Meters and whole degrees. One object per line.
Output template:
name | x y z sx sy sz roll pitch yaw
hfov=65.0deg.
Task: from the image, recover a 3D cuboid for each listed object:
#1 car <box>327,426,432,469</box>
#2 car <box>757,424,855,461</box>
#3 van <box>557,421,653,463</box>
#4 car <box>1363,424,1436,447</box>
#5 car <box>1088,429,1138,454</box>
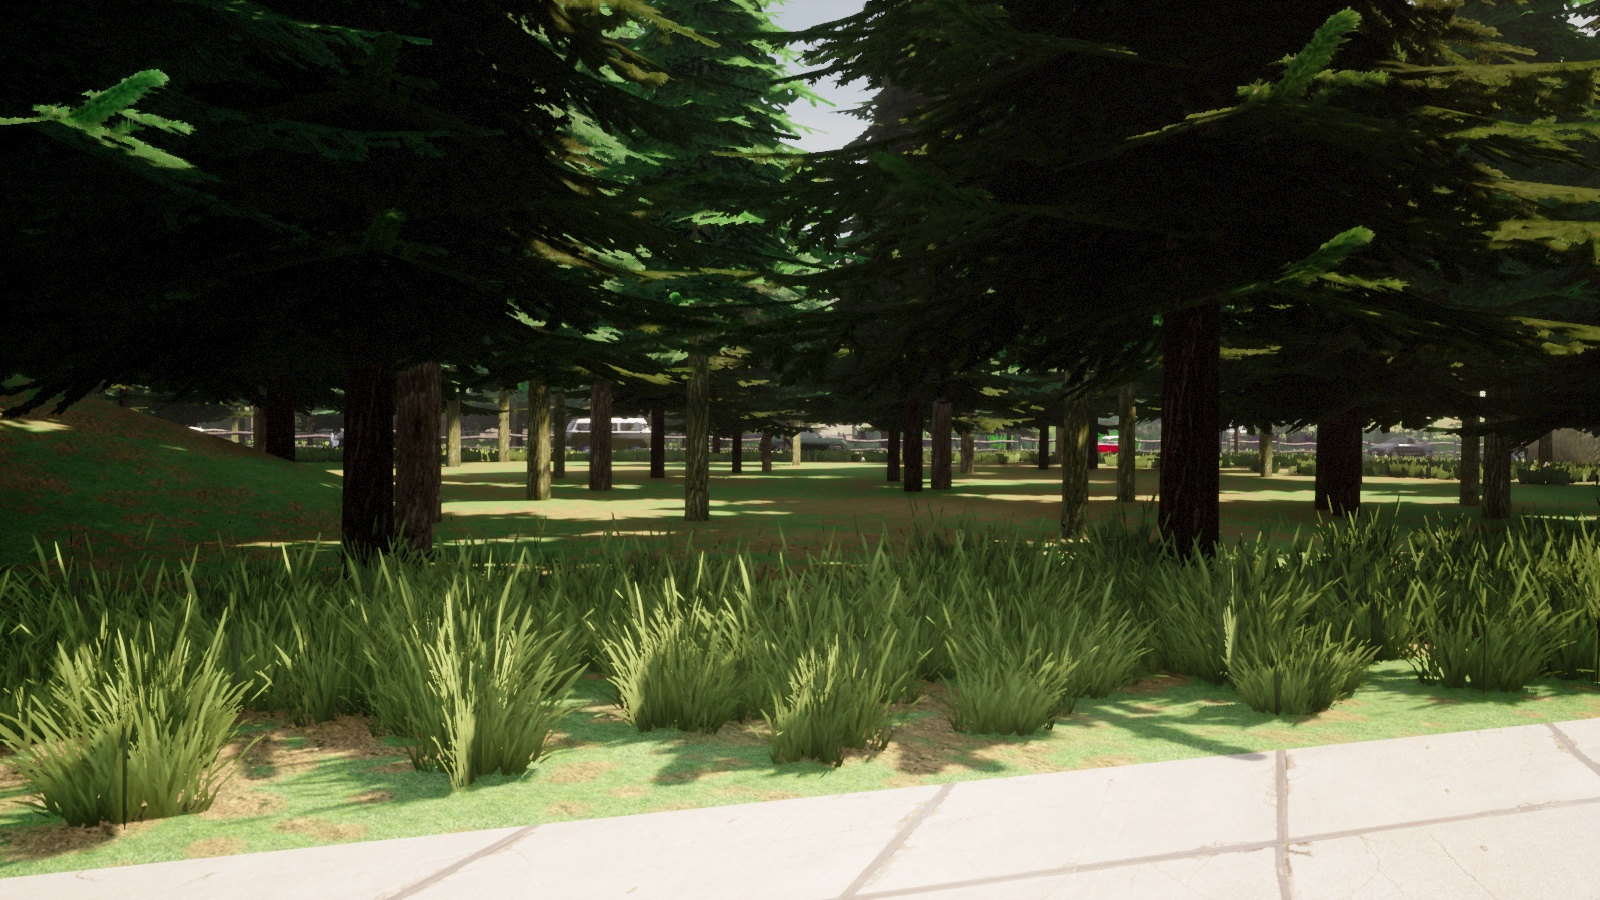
car | -20.154 -0.151 60.136 4.605 1.855 1.932 -2 2 -21
car | 0.283 -0.391 64.167 4.553 1.767 2.097 -1 1 -21
van | -9.930 -0.413 64.014 4.480 2.038 2.069 -1 1 -21
car | 38.972 -0.945 81.608 4.193 1.474 1.816 -1 1 -19
car | 17.551 -0.491 70.444 2.207 1.376 1.481 -1 1 -19
